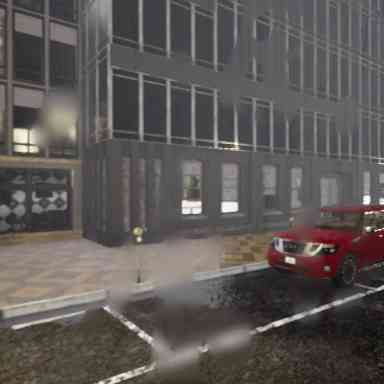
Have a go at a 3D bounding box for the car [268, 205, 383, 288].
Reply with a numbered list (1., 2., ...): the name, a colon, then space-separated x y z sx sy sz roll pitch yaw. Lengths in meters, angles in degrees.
1. car: 4.401 1.313 9.396 5.009 1.841 2.192 0 0 -35
